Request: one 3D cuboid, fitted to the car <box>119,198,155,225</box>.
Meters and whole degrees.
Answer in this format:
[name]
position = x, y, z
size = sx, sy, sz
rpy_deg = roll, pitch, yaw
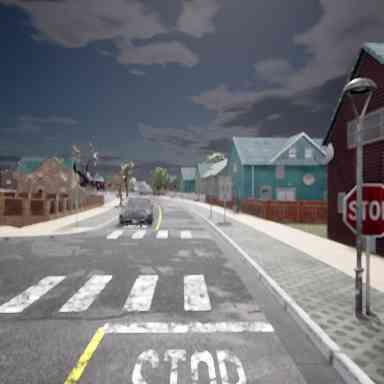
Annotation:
[car]
position = -3.630, 1.198, 22.464
size = 2.097, 1.767, 4.553
rpy_deg = 0, 0, -4
